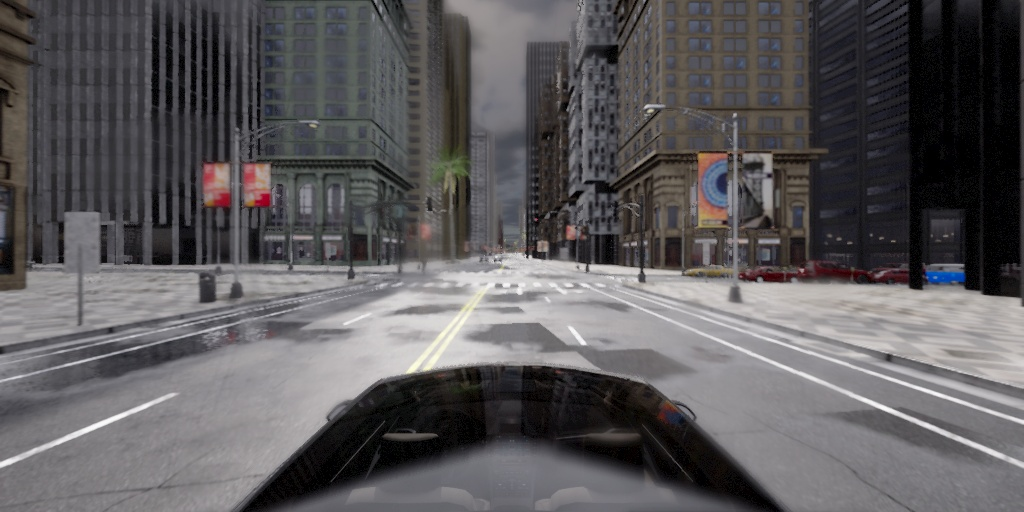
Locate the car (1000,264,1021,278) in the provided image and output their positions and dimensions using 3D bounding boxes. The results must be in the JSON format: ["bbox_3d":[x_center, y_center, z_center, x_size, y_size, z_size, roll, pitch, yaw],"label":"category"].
[{"bbox_3d":[41.072,1.602,28.892,5.009,1.841,2.192,0,0,0],"label":"car"}]

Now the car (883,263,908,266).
[{"bbox_3d":[40.297,1.611,37.445,5.009,1.841,2.192,0,0,0],"label":"car"}]

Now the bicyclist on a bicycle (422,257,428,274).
[{"bbox_3d":[-8.766,1.003,35.729,0.659,1.776,1.843,0,0,0],"label":"bicyclist on a bicycle"}]

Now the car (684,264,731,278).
[{"bbox_3d":[20.583,1.556,37.488,4.829,1.417,1.751,0,0,0],"label":"car"}]

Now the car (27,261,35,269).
[{"bbox_3d":[-49.826,0.674,34.848,4.718,1.301,1.895,1,0,1],"label":"car"}]

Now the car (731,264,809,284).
[{"bbox_3d":[20.723,1.556,28.960,4.507,1.381,1.888,0,0,0],"label":"car"}]

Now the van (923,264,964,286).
[{"bbox_3d":[35.985,1.559,28.909,3.998,1.789,1.690,0,0,0],"label":"van"}]

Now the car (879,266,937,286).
[{"bbox_3d":[30.898,1.731,28.926,4.207,1.307,1.802,0,0,0],"label":"car"}]

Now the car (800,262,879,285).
[{"bbox_3d":[25.811,1.395,28.943,5.009,1.841,2.192,0,0,0],"label":"car"}]
